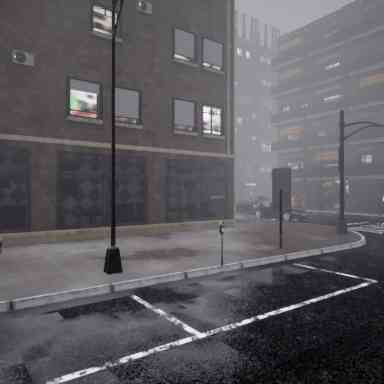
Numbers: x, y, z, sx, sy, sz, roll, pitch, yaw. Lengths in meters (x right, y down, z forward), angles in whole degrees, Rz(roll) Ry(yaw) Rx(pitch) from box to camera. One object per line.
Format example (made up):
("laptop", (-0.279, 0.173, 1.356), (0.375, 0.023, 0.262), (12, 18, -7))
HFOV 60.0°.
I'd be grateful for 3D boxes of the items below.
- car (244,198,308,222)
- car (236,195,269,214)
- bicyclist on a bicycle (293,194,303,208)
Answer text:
("car", (6.302, 1.342, 24.208), (2.008, 1.369, 4.403), (1, 0, -36))
("car", (6.001, 1.089, 29.009), (2.097, 1.767, 4.553), (0, 1, -36))
("bicyclist on a bicycle", (11.563, 1.011, 36.223), (1.656, 1.620, 0.582), (0, 1, -36))
